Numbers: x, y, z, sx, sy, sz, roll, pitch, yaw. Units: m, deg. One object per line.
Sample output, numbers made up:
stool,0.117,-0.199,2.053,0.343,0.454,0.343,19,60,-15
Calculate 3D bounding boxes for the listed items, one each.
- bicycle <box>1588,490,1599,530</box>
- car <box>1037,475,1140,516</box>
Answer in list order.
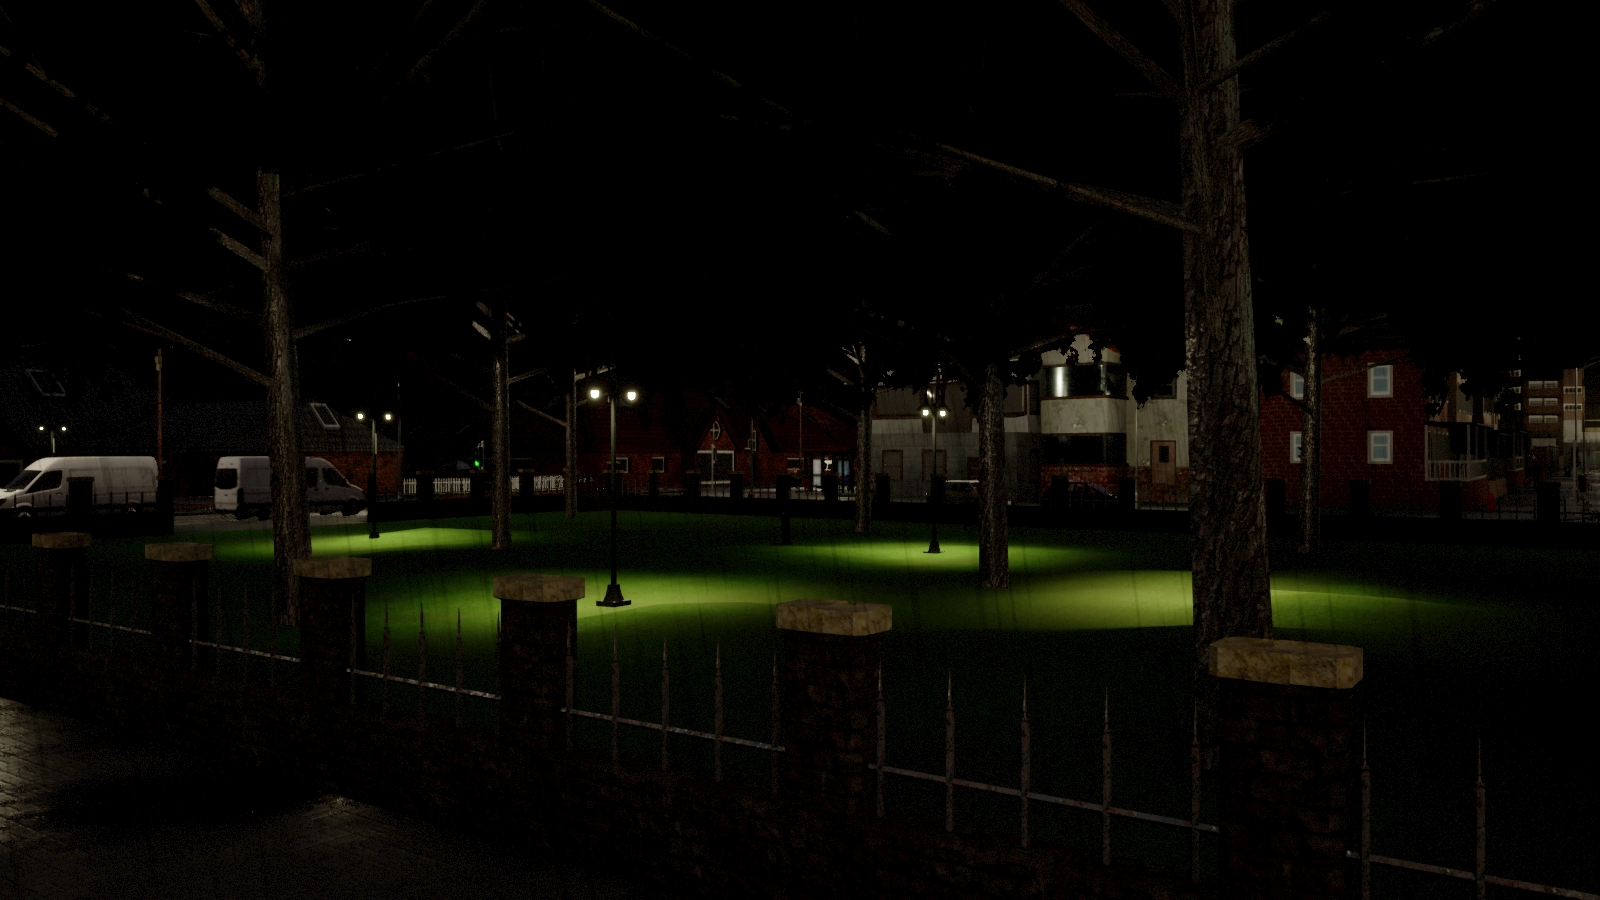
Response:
bicycle,26.227,1.940,36.425,1.835,1.271,0.329,0,0,35
car,11.752,1.818,46.570,3.633,1.501,1.845,0,0,35
